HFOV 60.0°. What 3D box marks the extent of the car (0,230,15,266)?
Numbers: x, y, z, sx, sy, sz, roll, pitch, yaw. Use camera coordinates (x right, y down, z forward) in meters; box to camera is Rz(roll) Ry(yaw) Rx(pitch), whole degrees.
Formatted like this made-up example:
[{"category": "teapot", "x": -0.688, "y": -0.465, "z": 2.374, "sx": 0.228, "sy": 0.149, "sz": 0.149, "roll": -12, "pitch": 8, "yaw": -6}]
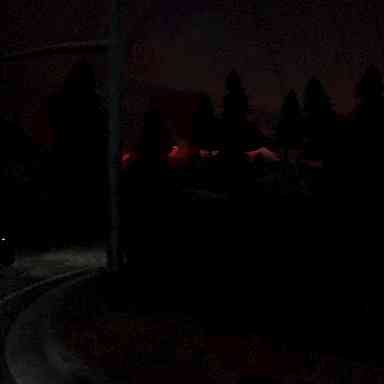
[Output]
[{"category": "car", "x": -7.177, "y": 1.332, "z": 7.595, "sx": 2.150, "sy": 2.045, "sz": 5.566, "roll": -1, "pitch": -1, "yaw": 36}]
